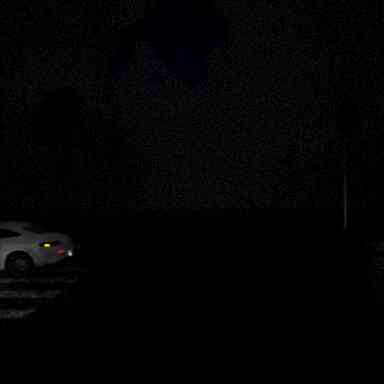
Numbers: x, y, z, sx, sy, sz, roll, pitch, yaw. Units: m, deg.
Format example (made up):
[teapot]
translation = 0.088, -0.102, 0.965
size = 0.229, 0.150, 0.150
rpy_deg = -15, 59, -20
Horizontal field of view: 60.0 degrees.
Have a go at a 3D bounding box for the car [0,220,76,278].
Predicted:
[car]
translation = -5.828, 1.569, 9.679
size = 4.674, 1.442, 1.812
rpy_deg = -1, 0, 1
